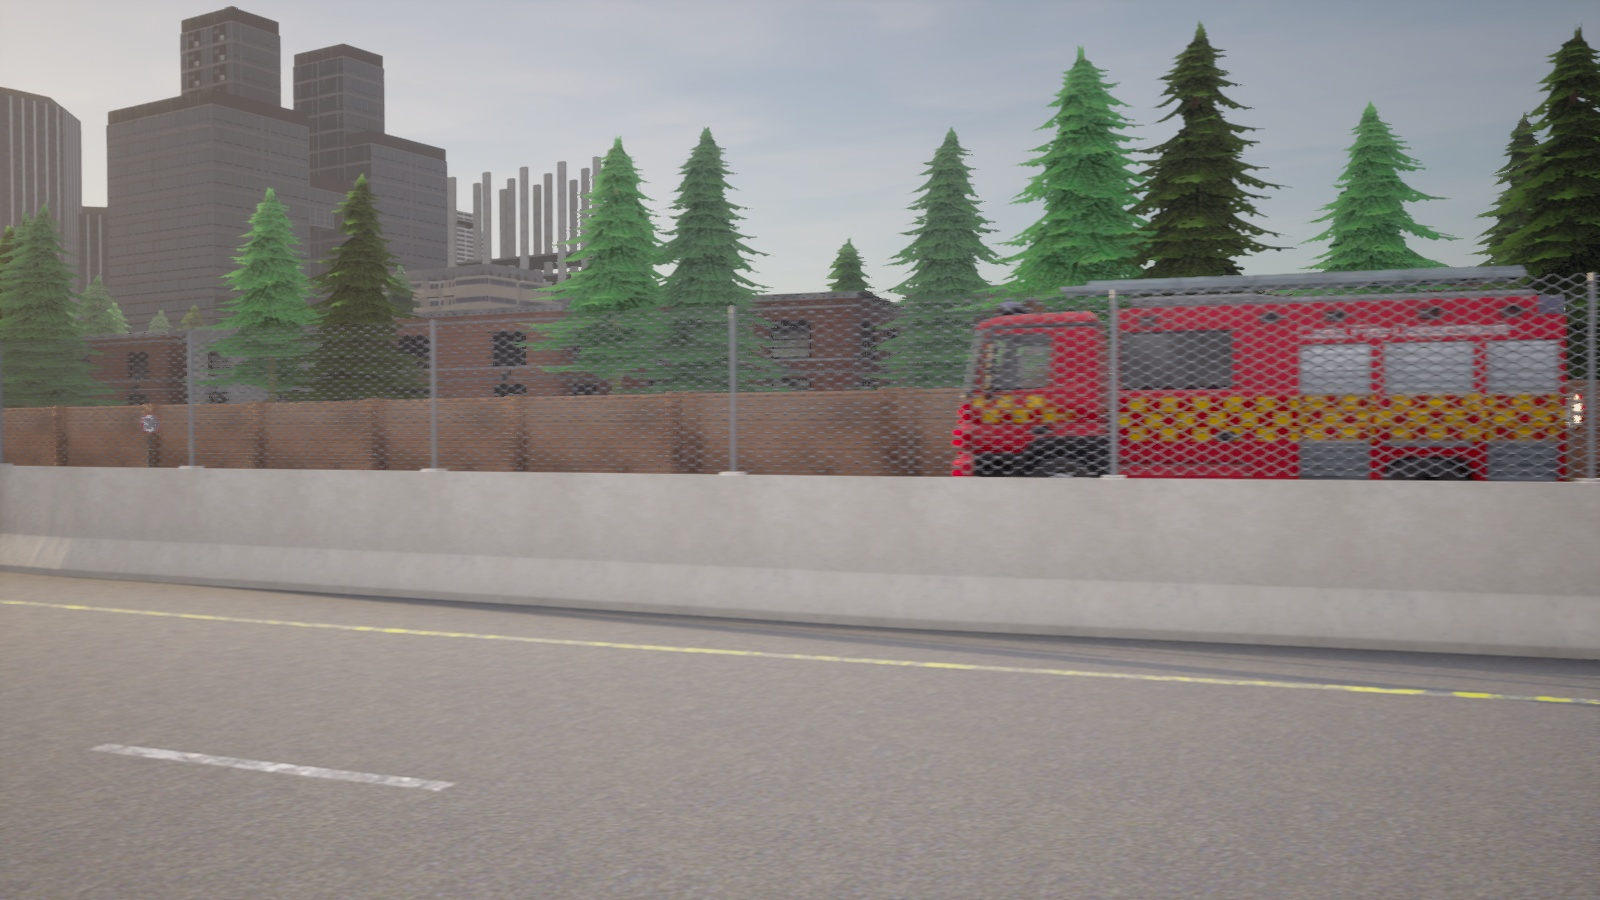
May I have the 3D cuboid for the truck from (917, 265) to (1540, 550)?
[{"bbox_3d":[6.278,-0.625,19.467,8.468,3.827,2.891,0,1,17],"label":"truck"}]
